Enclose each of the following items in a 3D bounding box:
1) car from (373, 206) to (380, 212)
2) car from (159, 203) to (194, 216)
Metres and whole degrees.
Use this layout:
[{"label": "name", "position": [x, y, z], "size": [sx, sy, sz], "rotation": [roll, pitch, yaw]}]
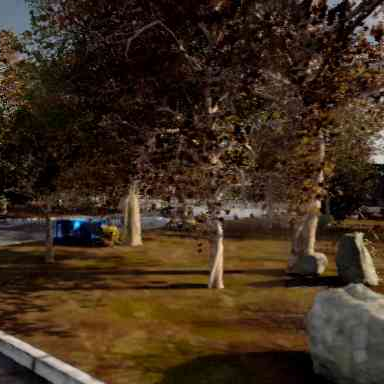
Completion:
[{"label": "car", "position": [19.637, 2.348, 36.722], "size": [2.163, 1.488, 4.792], "rotation": [0, 0, 35]}, {"label": "car", "position": [-1.616, 1.882, 35.825], "size": [1.994, 1.385, 4.181], "rotation": [4, 1, 35]}]
